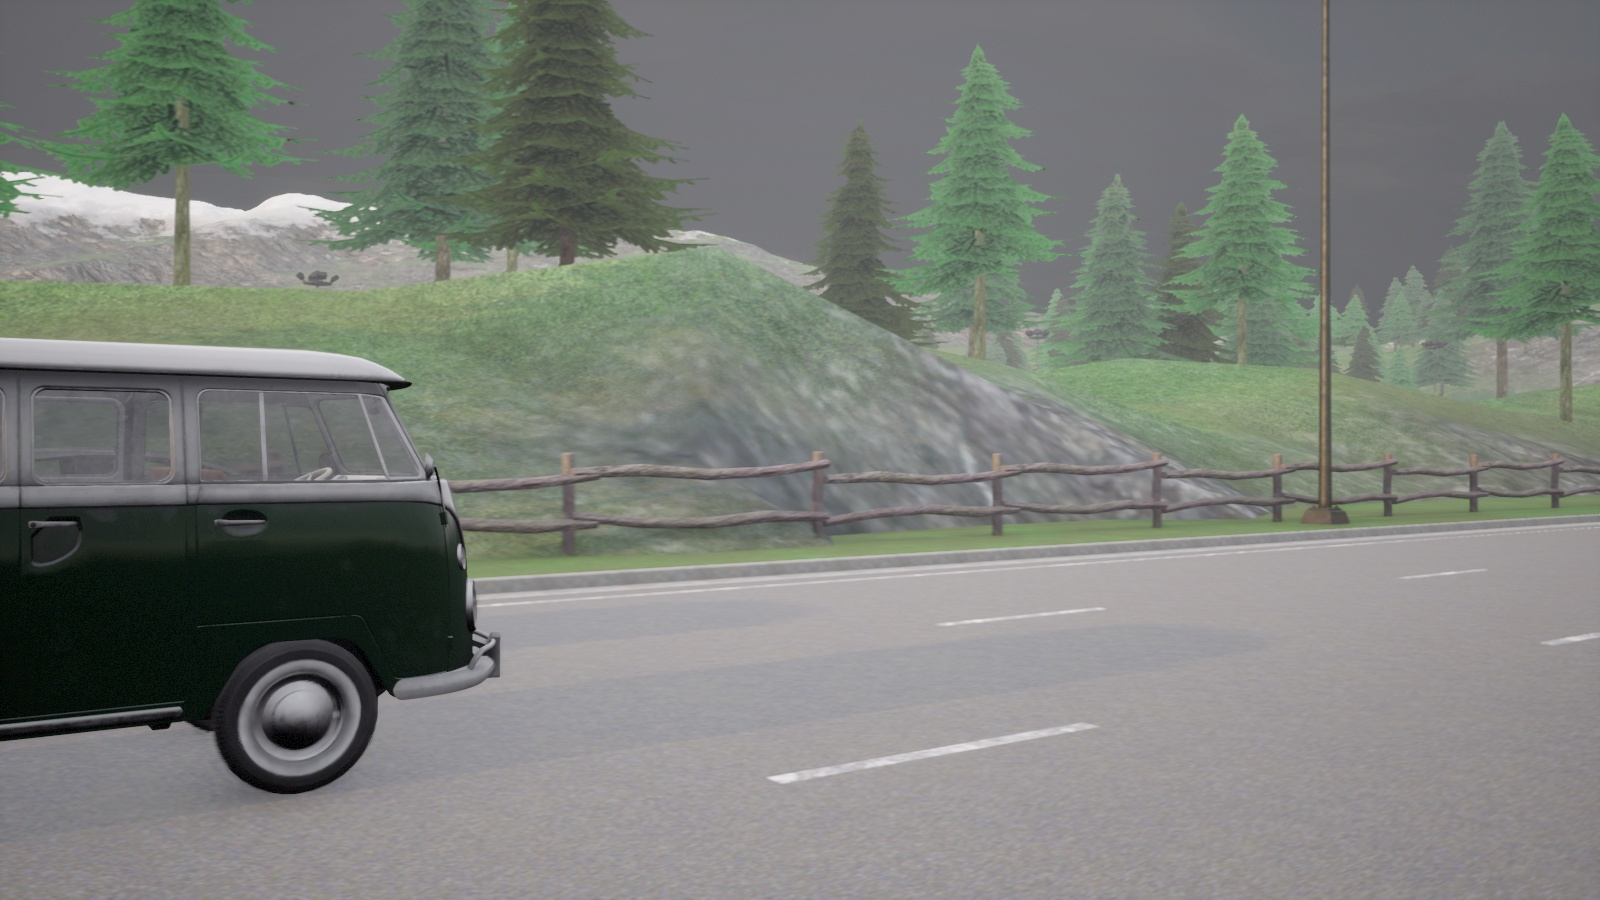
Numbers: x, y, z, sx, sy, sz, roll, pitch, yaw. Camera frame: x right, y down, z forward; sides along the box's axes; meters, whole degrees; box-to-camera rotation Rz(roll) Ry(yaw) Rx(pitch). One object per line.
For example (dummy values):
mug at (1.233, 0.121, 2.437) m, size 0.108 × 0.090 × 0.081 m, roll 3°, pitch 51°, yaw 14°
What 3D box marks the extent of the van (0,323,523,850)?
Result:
van at (-3.638, 0.518, 5.392) m, size 4.442 × 1.987 × 1.775 m, roll 0°, pitch 0°, yaw -35°
